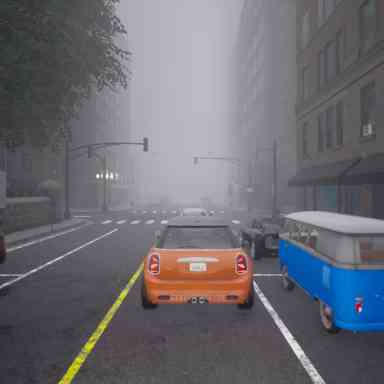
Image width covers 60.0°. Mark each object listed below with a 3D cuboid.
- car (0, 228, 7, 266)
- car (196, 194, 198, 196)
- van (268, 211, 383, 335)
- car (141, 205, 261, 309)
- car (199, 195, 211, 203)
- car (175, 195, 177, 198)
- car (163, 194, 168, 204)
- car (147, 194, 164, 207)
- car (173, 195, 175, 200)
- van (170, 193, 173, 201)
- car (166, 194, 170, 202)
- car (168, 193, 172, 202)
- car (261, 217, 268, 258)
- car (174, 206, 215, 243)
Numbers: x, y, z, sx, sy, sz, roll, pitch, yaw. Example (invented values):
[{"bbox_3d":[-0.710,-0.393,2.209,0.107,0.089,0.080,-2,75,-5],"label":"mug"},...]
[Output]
[{"bbox_3d":[-5.668,1.314,6.441,2.192,1.841,5.009,0,0,0],"label":"car"},{"bbox_3d":[2.860,1.507,93.930,1.752,1.417,4.829,0,0,0],"label":"car"},{"bbox_3d":[2.856,1.340,6.481,1.690,1.788,3.998,0,0,0],"label":"van"},{"bbox_3d":[0.103,1.351,8.035,2.097,1.767,4.553,0,0,0],"label":"car"},{"bbox_3d":[2.858,1.410,66.518,1.967,1.590,4.097,0,0,0],"label":"car"},{"bbox_3d":[-5.666,1.290,82.835,2.192,1.841,5.009,0,0,0],"label":"car"},{"bbox_3d":[-5.666,1.522,55.580,2.008,1.369,4.403,0,0,0],"label":"car"},{"bbox_3d":[-5.667,1.498,49.960,1.752,1.417,4.829,0,0,0],"label":"car"},{"bbox_3d":[-5.666,1.523,77.384,2.008,1.369,4.403,0,0,0],"label":"car"},{"bbox_3d":[-5.666,1.312,71.933,1.690,1.788,3.998,0,0,0],"label":"van"},{"bbox_3d":[-5.666,1.515,61.032,1.887,1.381,4.507,0,0,0],"label":"car"},{"bbox_3d":[-5.666,1.515,66.482,1.887,1.381,4.507,0,0,0],"label":"car"},{"bbox_3d":[2.857,1.563,12.141,1.947,1.339,4.313,0,0,0],"label":"car"},{"bbox_3d":[0.102,1.521,17.036,1.812,1.442,4.674,0,0,0],"label":"car"}]
